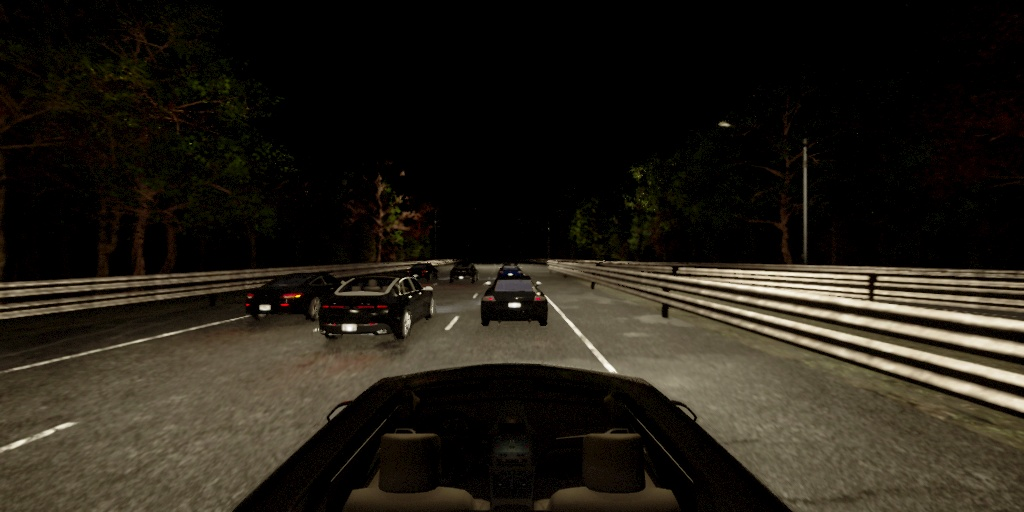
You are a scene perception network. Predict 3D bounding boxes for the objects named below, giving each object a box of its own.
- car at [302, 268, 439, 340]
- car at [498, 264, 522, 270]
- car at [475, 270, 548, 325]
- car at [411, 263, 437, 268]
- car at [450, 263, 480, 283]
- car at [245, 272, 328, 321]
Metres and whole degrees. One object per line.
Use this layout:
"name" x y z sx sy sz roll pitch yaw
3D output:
"car" -3.429 1.257 9.954 1.837 1.490 4.892 0 0 0
"car" -0.138 1.326 28.312 1.994 1.385 4.181 0 0 -1
"car" 0.059 1.316 11.816 1.994 1.385 4.181 0 0 0
"car" -7.147 1.291 28.850 1.812 1.442 4.674 0 0 -1
"car" -3.628 1.268 27.745 1.837 1.490 4.892 0 0 -1
"car" -6.944 1.280 12.363 1.812 1.442 4.674 0 0 0
